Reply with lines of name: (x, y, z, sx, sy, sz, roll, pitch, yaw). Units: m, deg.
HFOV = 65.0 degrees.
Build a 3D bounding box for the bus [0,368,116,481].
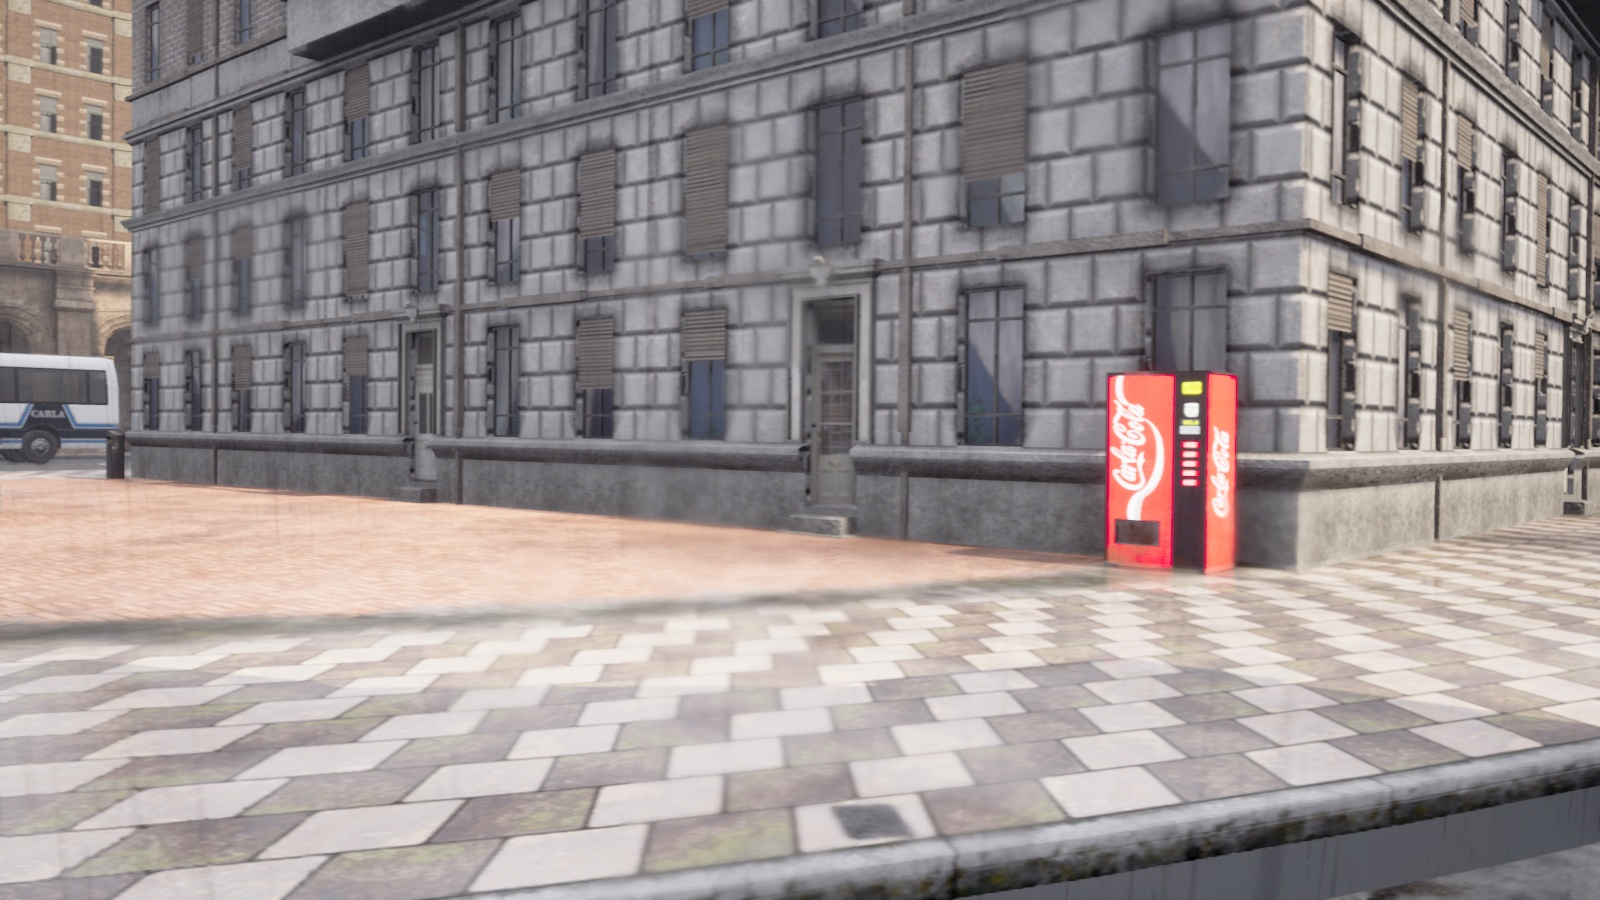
bus: (-32.236, -0.941, 47.572, 3.944, 4.253, 10.273, 0, 1, 42)
